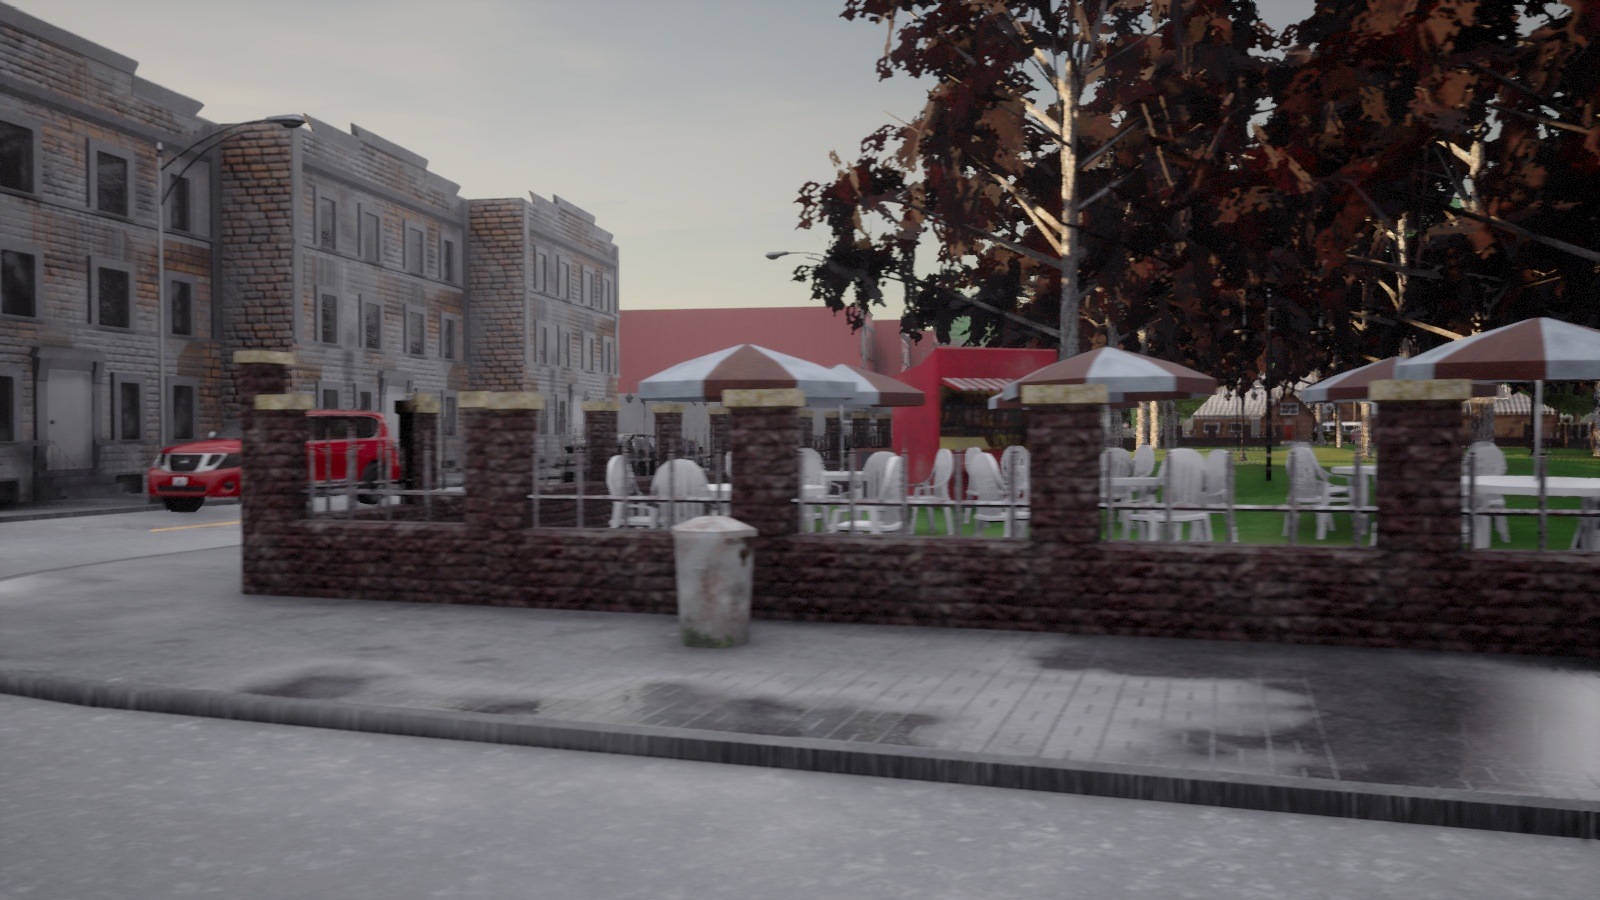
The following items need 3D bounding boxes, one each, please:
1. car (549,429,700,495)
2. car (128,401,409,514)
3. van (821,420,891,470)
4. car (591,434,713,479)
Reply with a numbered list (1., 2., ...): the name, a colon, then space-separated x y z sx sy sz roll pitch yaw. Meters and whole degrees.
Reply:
1. car: -4.346 0.246 31.937 2.007 1.525 4.514 1 1 18
2. car: -10.632 0.094 25.713 2.150 2.045 5.566 1 1 18
3. van: 2.377 -0.246 52.127 1.775 1.987 4.442 1 1 18
4. car: -4.943 0.171 42.811 2.033 1.411 5.357 1 1 18
